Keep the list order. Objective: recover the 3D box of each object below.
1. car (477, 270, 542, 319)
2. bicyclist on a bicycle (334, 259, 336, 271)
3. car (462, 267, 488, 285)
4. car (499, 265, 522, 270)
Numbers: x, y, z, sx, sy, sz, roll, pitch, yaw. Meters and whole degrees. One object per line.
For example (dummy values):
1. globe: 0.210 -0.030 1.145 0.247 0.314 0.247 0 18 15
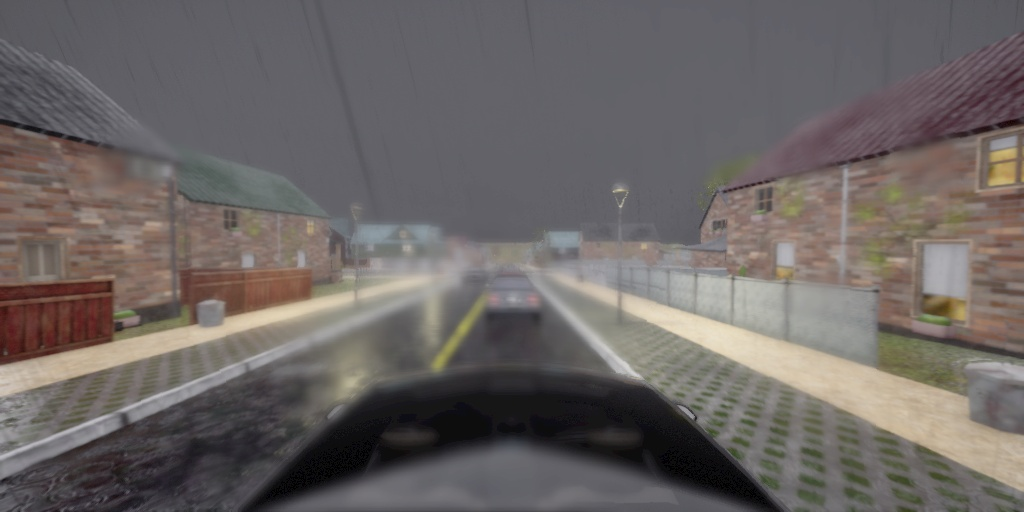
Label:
1. car: 0.069 1.394 13.192 2.033 1.411 5.357 0 0 0
2. bicyclist on a bicycle: -24.891 1.268 50.489 0.582 1.620 1.656 0 2 -16
3. car: -2.841 1.571 29.084 1.994 1.385 4.181 0 -1 0
4. car: 0.071 1.610 29.308 1.895 1.301 4.718 0 -1 0
